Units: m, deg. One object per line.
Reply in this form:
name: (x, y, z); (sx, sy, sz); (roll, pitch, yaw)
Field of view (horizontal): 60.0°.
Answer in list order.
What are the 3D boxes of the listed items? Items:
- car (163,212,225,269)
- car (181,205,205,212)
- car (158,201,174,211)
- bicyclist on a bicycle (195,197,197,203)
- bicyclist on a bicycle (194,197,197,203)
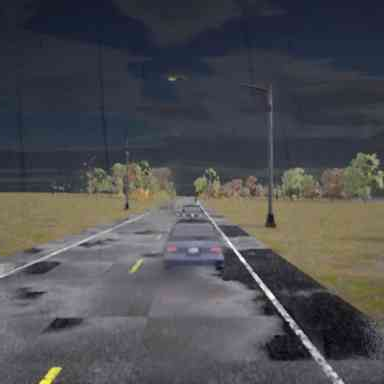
car: (0.061, 1.644, 11.470); (2.033, 1.411, 5.357); (0, 0, 0)
car: (0.057, 1.765, 26.459); (2.033, 1.411, 5.357); (0, 0, 0)
car: (-3.600, 1.948, 47.277); (1.994, 1.385, 4.181); (0, -1, 0)
bicyclist on a bicycle: (0.940, 2.004, 79.392); (0.659, 1.776, 1.843); (0, 0, 0)
bicyclist on a bicycle: (0.939, 2.157, 88.395); (0.582, 1.620, 1.656); (0, -1, 0)
